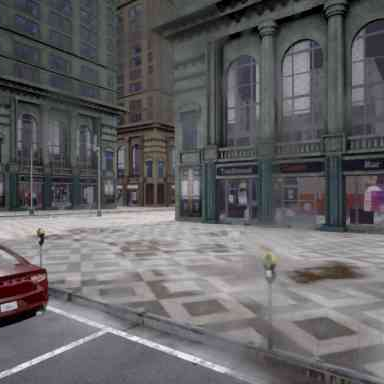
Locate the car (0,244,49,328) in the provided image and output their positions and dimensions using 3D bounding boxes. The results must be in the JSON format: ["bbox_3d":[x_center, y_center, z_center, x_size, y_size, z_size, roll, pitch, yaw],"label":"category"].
[{"bbox_3d":[-4.493,1.545,6.170,4.507,1.381,1.887,0,0,35],"label":"car"}]
